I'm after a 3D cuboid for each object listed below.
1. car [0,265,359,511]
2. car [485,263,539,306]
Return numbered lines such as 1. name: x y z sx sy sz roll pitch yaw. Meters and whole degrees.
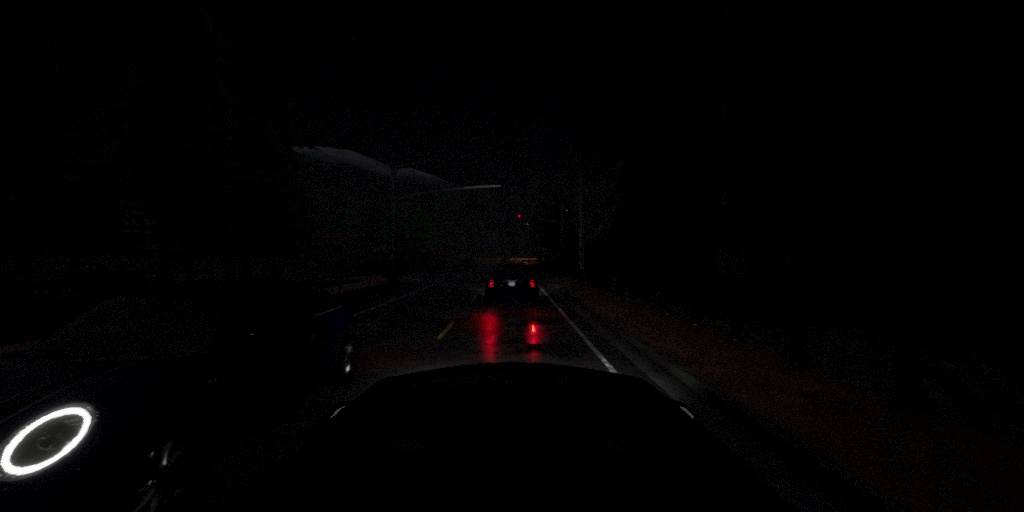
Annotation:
1. car: -3.577 1.096 4.026 2.097 1.767 4.553 0 0 0
2. car: 0.002 1.065 15.690 2.097 1.767 4.553 0 0 0
